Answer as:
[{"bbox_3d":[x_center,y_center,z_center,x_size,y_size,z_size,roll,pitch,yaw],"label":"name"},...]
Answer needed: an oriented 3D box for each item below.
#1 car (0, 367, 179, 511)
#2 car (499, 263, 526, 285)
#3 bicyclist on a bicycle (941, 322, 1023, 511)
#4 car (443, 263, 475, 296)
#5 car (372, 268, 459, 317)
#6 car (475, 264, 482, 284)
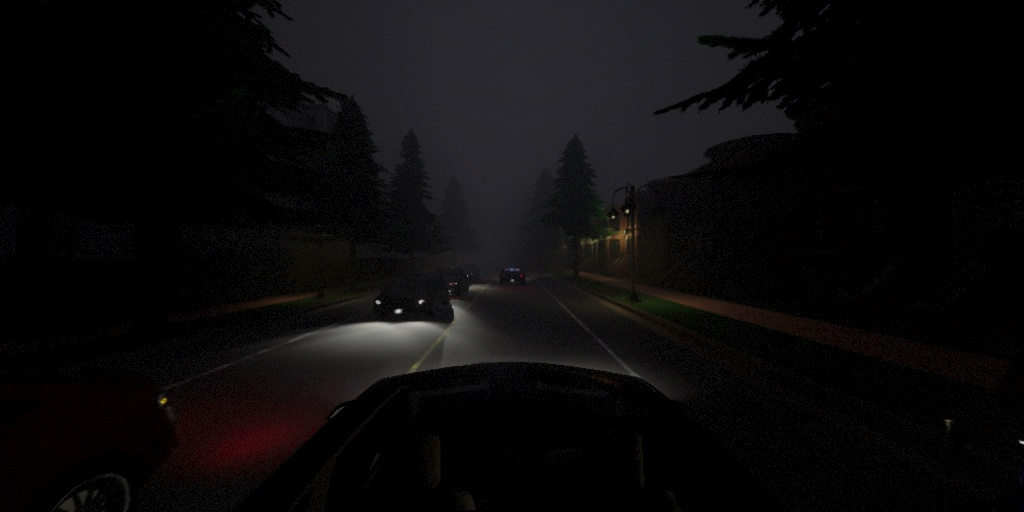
[{"bbox_3d":[-3.598,1.311,0.996,1.812,1.442,4.674,-1,0,0],"label":"car"},{"bbox_3d":[0.046,1.428,27.111,1.895,1.301,4.718,-1,0,0],"label":"car"},{"bbox_3d":[2.951,1.137,1.854,1.656,1.620,0.582,0,0,0],"label":"bicyclist on a bicycle"},{"bbox_3d":[-3.507,1.374,19.851,2.128,1.511,4.902,-1,0,0],"label":"car"},{"bbox_3d":[-3.603,1.372,13.971,2.033,1.411,5.357,-1,0,0],"label":"car"},{"bbox_3d":[-3.530,1.346,28.728,1.882,1.535,5.008,-1,0,0],"label":"car"}]
